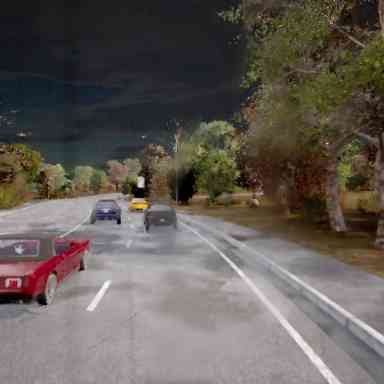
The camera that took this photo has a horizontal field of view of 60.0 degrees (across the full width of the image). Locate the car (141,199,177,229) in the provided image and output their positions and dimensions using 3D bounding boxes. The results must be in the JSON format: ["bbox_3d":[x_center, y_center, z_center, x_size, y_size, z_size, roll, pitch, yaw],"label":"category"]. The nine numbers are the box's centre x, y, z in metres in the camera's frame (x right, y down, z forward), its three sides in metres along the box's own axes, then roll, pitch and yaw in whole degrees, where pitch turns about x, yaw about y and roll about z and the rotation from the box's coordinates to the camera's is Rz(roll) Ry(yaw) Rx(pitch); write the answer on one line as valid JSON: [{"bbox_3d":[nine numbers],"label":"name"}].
[{"bbox_3d":[-2.148,1.487,21.652,1.882,1.535,5.008,0,0,-10],"label":"car"}]

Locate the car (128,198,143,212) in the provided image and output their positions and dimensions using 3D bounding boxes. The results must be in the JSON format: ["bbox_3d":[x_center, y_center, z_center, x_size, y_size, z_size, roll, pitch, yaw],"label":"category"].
[{"bbox_3d":[-6.469,1.499,39.531,1.882,1.535,5.008,0,0,-16],"label":"car"}]

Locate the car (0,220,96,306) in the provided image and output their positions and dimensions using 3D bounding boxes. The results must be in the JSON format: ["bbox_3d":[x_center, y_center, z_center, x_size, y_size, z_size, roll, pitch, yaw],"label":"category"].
[{"bbox_3d":[-3.828,1.613,7.968,1.895,1.301,4.718,0,0,-4],"label":"car"}]

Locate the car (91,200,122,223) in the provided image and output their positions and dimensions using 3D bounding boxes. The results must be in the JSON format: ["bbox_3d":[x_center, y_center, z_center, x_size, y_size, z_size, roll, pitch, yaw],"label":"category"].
[{"bbox_3d":[-6.482,1.371,25.442,2.097,1.767,4.553,0,0,-12],"label":"car"}]
